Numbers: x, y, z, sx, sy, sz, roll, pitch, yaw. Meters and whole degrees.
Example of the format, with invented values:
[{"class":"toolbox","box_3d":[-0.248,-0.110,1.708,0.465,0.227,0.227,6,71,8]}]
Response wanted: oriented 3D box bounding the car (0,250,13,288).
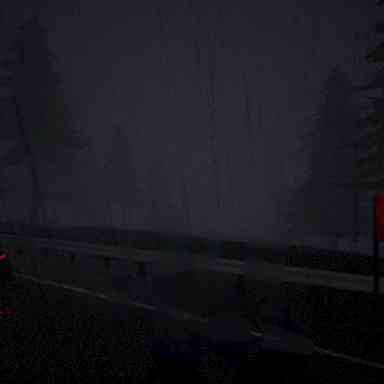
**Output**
[{"class":"car","box_3d":[-6.298,1.632,8.128,4.181,1.385,1.994,-1,0,33]}]
